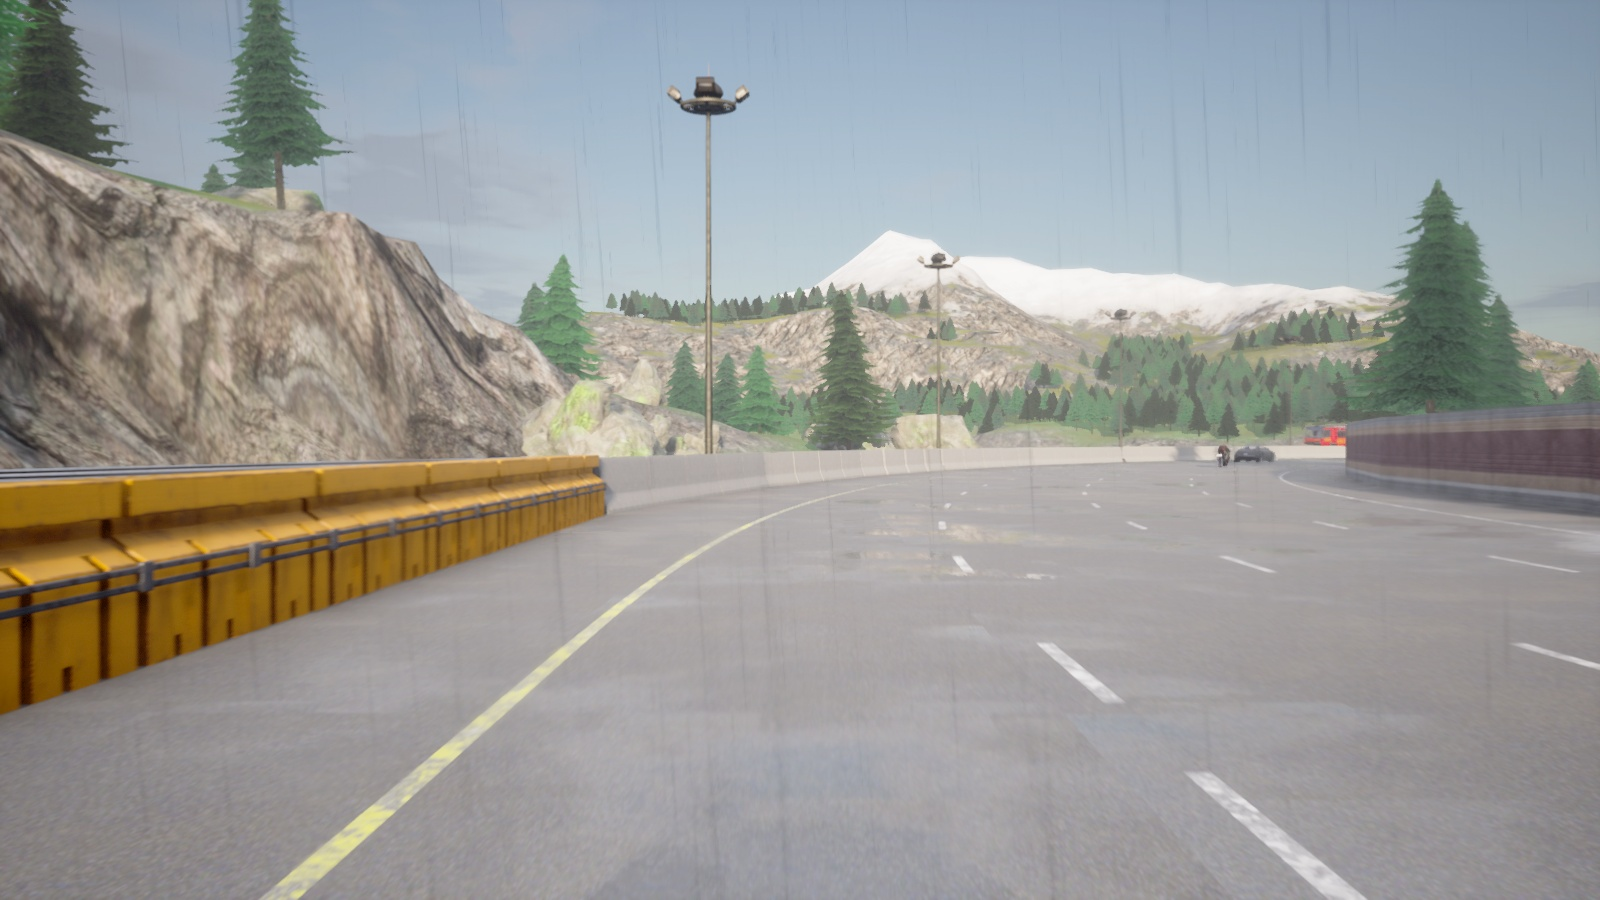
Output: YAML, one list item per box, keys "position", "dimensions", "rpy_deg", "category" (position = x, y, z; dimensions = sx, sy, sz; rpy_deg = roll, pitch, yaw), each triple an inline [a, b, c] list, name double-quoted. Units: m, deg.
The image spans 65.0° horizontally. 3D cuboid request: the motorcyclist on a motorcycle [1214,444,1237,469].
- position: [26.227, 0.396, 77.409]
  dimensions: [0.866, 1.530, 2.191]
  rpy_deg: [1, 1, 31]
  category: "motorcyclist on a motorcycle"
